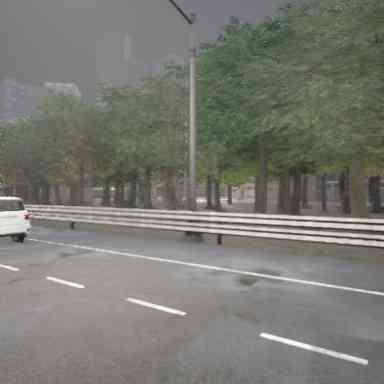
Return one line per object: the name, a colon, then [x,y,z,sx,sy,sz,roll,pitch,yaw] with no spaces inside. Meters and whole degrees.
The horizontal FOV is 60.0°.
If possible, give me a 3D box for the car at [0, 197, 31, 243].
car: [-9.517,1.228,14.962,5.566,2.045,2.150,0,0,36]
